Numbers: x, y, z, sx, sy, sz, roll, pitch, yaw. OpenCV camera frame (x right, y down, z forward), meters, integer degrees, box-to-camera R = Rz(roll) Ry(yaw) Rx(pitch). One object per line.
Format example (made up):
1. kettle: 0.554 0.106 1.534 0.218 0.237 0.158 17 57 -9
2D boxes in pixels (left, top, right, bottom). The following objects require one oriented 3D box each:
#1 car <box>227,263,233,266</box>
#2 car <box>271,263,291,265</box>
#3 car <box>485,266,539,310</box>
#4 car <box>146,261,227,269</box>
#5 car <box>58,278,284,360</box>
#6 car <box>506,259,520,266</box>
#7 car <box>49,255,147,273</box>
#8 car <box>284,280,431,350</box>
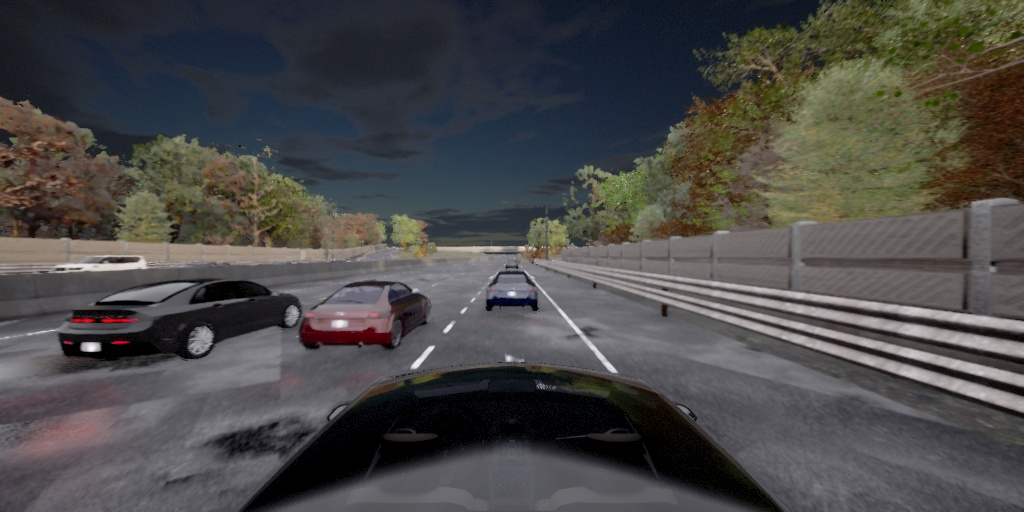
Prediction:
1. car: -28.072 1.216 33.051 2.128 1.511 4.902 0 0 0
2. car: -21.076 1.288 32.591 1.994 1.385 4.181 0 0 0
3. car: -0.001 1.297 14.592 1.994 1.385 4.181 0 0 0
4. car: -24.582 1.287 27.334 1.994 1.385 4.181 0 0 0
5. car: -6.899 1.244 8.300 1.837 1.490 4.892 0 0 0
6. car: 0.000 1.313 57.241 1.994 1.385 4.181 0 0 0
7. car: -31.576 0.946 27.746 2.150 2.045 5.566 0 0 0
8. car: -3.397 1.303 9.082 1.994 1.385 4.181 0 0 0
